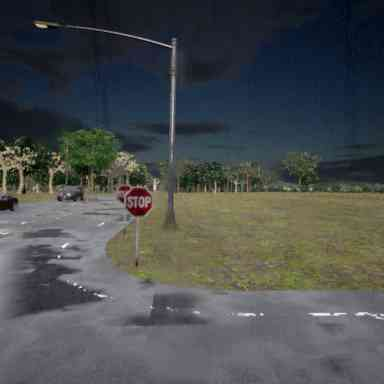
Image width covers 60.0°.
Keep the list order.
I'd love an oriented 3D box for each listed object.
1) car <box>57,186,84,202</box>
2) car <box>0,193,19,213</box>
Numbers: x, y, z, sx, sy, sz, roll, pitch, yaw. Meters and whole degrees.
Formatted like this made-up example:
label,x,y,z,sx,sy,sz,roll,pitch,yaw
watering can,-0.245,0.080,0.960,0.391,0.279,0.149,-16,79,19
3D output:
label,x,y,z,sx,sy,sz,roll,pitch,yaw
car,-15.604,0.219,43.070,2.150,2.045,5.566,1,1,-3
car,-14.459,0.838,24.271,2.128,1.511,4.902,1,1,-3
